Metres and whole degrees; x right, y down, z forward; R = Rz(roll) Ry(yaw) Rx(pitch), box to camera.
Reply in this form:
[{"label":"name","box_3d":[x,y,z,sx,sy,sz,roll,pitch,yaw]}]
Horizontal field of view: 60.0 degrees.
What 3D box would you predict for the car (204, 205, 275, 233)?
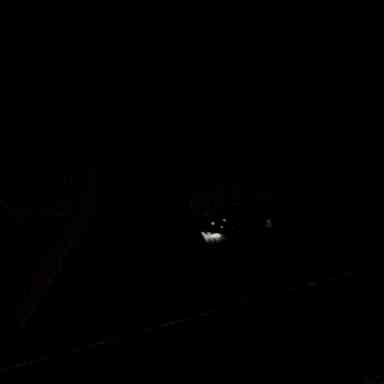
[{"label":"car","box_3d":[2.731,1.470,18.840,4.181,1.385,1.994,-1,0,-35]}]
